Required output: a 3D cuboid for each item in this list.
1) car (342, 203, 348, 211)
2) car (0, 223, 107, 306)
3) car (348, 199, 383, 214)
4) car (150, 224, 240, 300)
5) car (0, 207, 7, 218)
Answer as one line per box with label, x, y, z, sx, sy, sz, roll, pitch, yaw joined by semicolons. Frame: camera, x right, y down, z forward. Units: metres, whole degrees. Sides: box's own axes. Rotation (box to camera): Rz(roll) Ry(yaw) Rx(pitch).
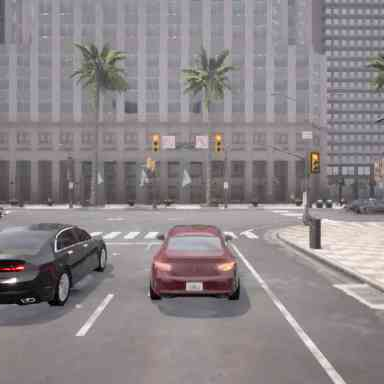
car;19.751;1.491;38.039;4.902;1.511;2.128;0;0;0
car;-3.439;1.505;8.000;1.837;1.490;4.892;0;0;0
car;19.032;1.564;34.539;4.181;1.385;1.994;0;0;0
car;0.070;1.526;8.255;1.812;1.442;4.674;0;0;1
car;-17.882;1.492;27.339;4.902;1.511;2.128;0;0;0
